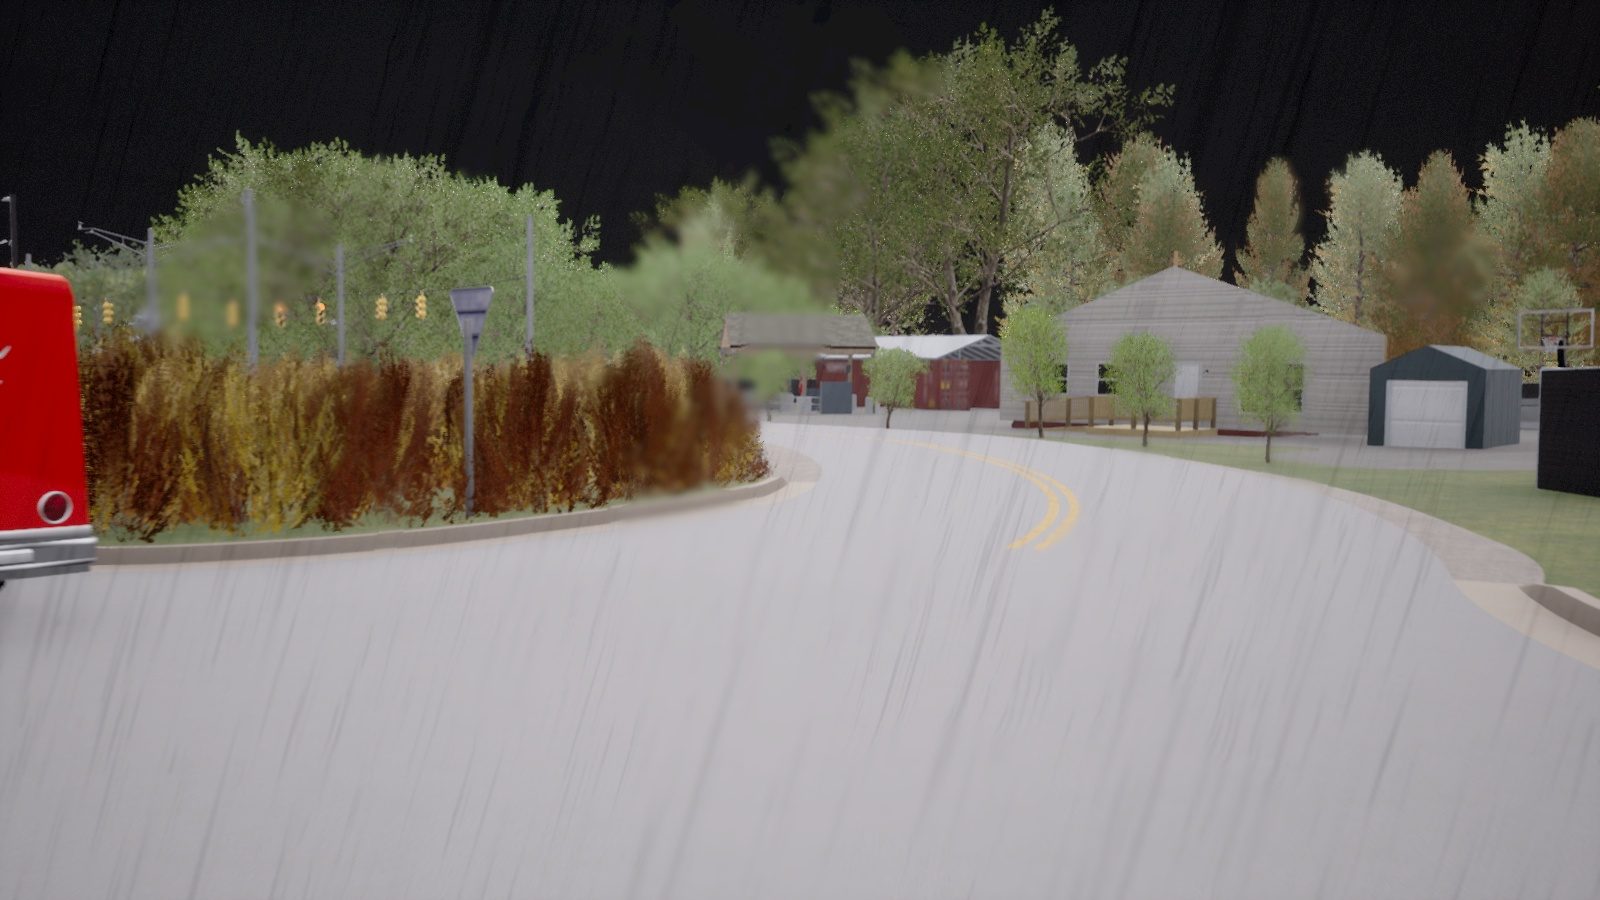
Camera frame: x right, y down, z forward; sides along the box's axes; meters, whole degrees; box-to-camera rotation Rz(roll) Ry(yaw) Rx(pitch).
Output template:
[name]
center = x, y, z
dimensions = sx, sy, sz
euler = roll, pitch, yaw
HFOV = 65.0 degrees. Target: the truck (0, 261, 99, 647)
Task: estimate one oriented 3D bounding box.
[truck]
center = -7.741, -0.071, 8.505
dimensions = 5.204, 2.467, 2.627
euler = 3, 2, 25
